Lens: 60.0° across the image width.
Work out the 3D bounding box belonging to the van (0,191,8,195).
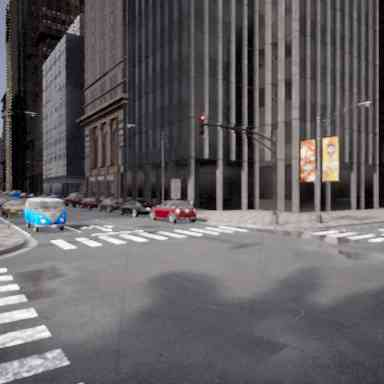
[{"bbox_3d":[-24.735,0.975,41.885,1.690,1.788,3.998,0,0,-35],"label":"van"}]

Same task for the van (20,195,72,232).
[{"bbox_3d":[-8.408,1.241,18.990,1.690,1.788,3.998,0,0,-35],"label":"van"}]

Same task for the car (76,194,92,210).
[{"bbox_3d":[-11.266,1.267,37.679,1.887,1.381,4.507,0,0,-35],"label":"car"}]

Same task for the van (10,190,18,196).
[{"bbox_3d":[-43.919,0.505,83.471,1.690,1.788,3.998,1,0,-35],"label":"van"}]

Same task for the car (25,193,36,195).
[{"bbox_3d":[-30.859,0.959,65.155,1.947,1.339,4.313,1,0,-35],"label":"car"}]

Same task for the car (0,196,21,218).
[{"bbox_3d":[-14.842,1.322,28.011,1.752,1.417,4.829,0,0,-35],"label":"car"}]

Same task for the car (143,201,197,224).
[{"bbox_3d":[-1.468,1.321,23.941,1.967,1.590,4.097,0,0,-35],"label":"car"}]

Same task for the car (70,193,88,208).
[{"bbox_3d":[-14.529,0.983,42.258,2.192,1.841,5.009,0,0,-35],"label":"car"}]

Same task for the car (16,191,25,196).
[{"bbox_3d":[-37.391,0.862,74.314,1.802,1.307,4.206,1,0,-35],"label":"car"}]

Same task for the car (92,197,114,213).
[{"bbox_3d":[-8.000,1.326,33.100,2.008,1.369,4.403,0,0,-35],"label":"car"}]

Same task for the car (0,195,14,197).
[{"bbox_3d":[-21.472,1.270,37.307,1.802,1.307,4.206,0,0,-35],"label":"car"}]

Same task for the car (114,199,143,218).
[{"bbox_3d":[-4.734,1.394,28.520,1.947,1.339,4.313,0,0,-35],"label":"car"}]
